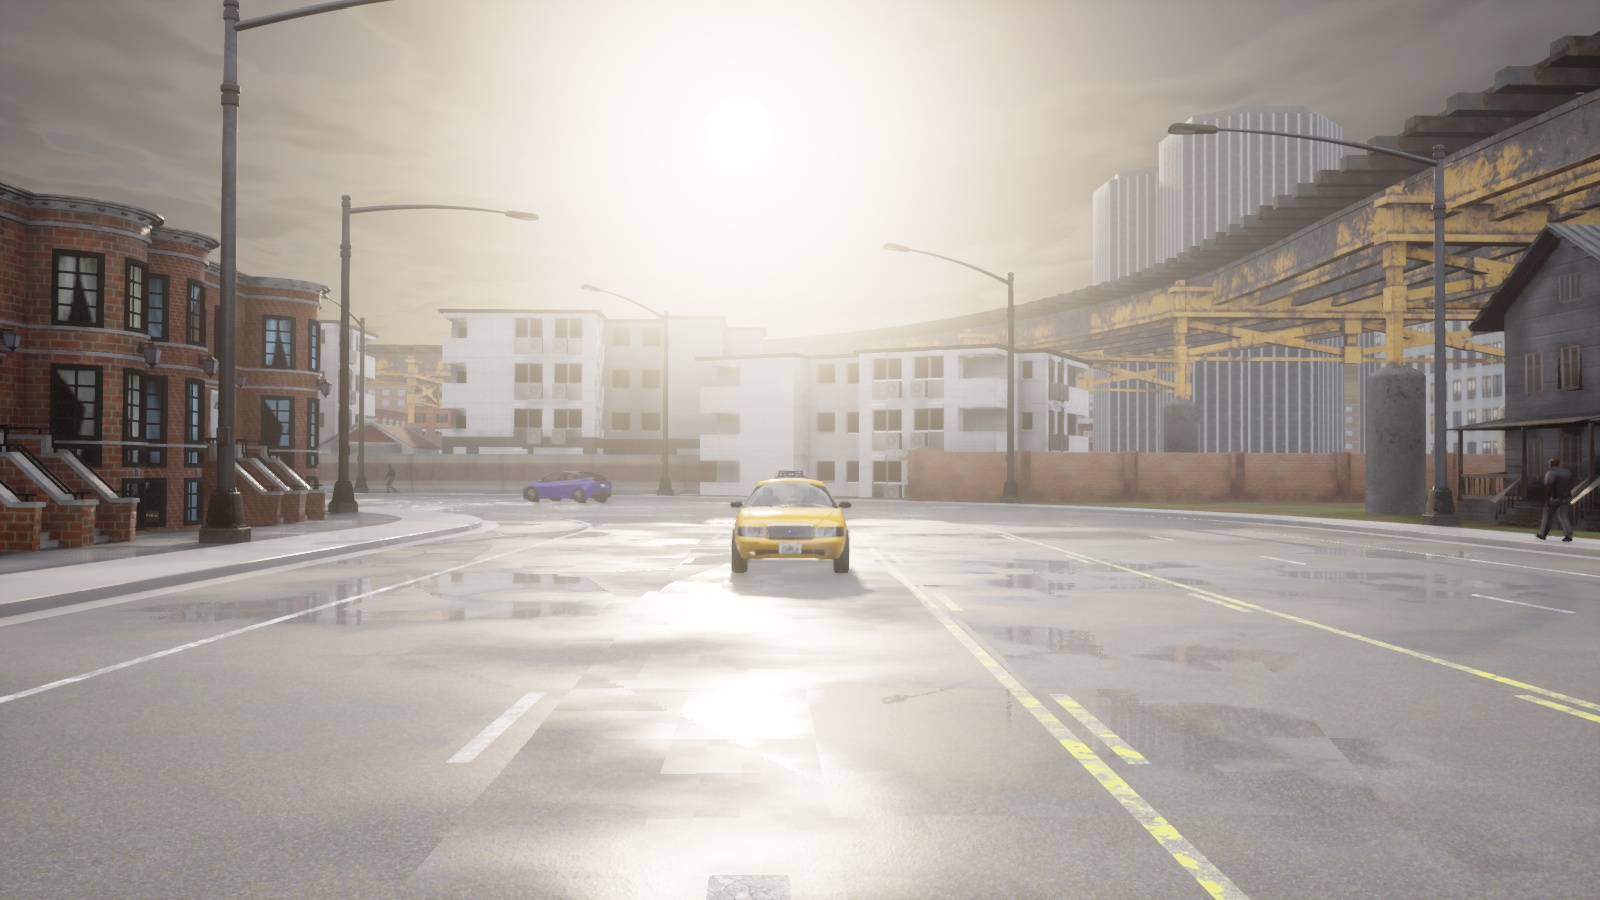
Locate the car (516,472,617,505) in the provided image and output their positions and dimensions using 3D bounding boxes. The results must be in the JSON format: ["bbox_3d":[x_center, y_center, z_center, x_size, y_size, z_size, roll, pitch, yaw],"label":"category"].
[{"bbox_3d":[-11.185,1.814,60.163,4.514,1.525,2.007,-1,-1,29],"label":"car"}]

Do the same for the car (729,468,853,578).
[{"bbox_3d":[-0.144,1.104,20.858,1.801,1.575,5.366,0,-1,0],"label":"car"}]

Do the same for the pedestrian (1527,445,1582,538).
[{"bbox_3d":[15.567,0.842,25.918,0.563,1.883,0.849,0,-1,-5],"label":"pedestrian"}]

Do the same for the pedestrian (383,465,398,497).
[{"bbox_3d":[-23.467,1.770,72.024,0.726,1.835,0.370,0,-1,7],"label":"pedestrian"}]
